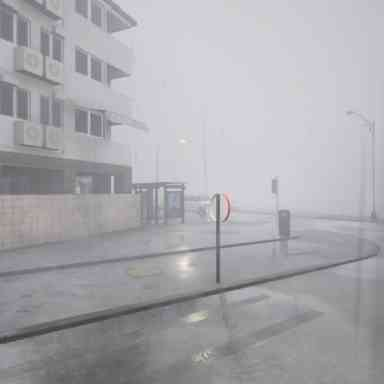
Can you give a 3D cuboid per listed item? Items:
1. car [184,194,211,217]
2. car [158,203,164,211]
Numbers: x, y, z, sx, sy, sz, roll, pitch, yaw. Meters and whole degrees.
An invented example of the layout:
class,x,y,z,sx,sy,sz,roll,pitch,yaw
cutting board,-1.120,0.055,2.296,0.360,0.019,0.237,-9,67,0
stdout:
class,x,y,z,sx,sy,sz,roll,pitch,yaw
car,0.652,1.221,31.642,2.150,2.045,5.566,0,0,-35
car,-5.126,1.526,39.777,1.812,1.442,4.674,0,0,-35
